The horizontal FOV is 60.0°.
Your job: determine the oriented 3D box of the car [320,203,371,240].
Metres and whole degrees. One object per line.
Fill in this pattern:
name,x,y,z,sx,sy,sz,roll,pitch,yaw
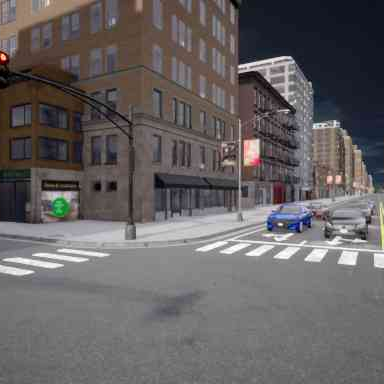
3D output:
car,8.088,1.539,17.273,1.812,1.442,4.674,0,0,29

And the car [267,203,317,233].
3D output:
car,6.033,1.494,20.235,1.882,1.535,5.008,0,0,29

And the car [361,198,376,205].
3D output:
car,17.541,1.523,34.059,1.837,1.490,4.892,0,0,30

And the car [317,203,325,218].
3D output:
car,10.420,1.583,28.050,1.994,1.385,4.181,0,0,29

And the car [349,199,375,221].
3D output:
car,12.624,1.521,25.337,1.837,1.490,4.892,0,0,29
